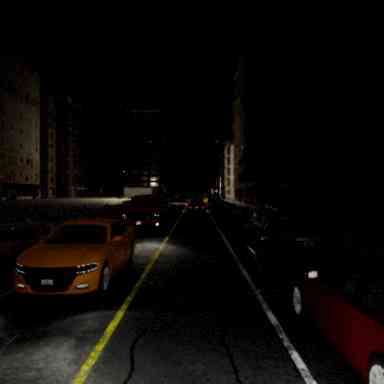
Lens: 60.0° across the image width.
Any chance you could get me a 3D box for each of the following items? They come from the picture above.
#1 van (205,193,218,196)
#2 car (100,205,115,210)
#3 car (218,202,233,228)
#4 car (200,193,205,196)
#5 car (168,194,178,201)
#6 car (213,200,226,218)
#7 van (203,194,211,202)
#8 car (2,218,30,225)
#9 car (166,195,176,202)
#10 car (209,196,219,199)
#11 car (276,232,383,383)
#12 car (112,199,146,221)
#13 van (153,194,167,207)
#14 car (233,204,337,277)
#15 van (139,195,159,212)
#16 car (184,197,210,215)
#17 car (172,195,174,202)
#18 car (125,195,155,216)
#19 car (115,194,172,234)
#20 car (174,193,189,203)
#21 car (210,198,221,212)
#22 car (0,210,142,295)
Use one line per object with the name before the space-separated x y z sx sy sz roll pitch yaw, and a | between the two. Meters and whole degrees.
van | 3.199 1.306 49.894 1.690 1.788 3.998 0 0 1
car | -5.153 1.508 21.589 1.887 1.381 4.507 0 0 1
car | 2.872 1.570 21.497 1.802 1.307 4.206 0 0 1
car | 2.947 1.410 63.887 1.801 1.575 5.366 0 0 1
car | -4.499 1.355 78.385 1.967 1.590 4.097 0 0 1
car | 2.937 1.565 27.176 1.802 1.307 4.206 0 0 1
van | 3.526 1.281 78.293 1.690 1.788 3.998 0 0 1
car | -5.285 1.499 10.060 1.752 1.417 4.829 0 0 1
car | -4.565 1.472 72.706 2.008 1.369 4.403 0 0 1
car | 3.068 1.525 38.535 2.008 1.369 4.403 0 0 1
car | 2.676 1.549 4.458 1.887 1.381 4.507 0 0 1
car | -5.087 1.399 27.269 1.967 1.590 4.097 0 0 1
van | -4.825 1.281 49.987 1.690 1.788 3.998 0 0 1
car | 2.742 1.314 10.137 2.192 1.841 5.009 0 0 1
van | -4.956 1.290 38.628 1.690 1.788 3.998 0 0 1
car | 0.483 1.517 33.791 2.033 1.411 5.357 0 0 0
car | -4.760 1.251 55.667 2.192 1.841 5.009 0 0 1
car | -5.021 1.269 32.948 2.192 1.841 5.009 0 0 1
car | -2.632 1.195 19.525 2.150 2.045 5.566 0 0 1
car | -2.018 1.433 65.909 1.837 1.490 4.892 0 0 1
car | 3.002 1.561 32.856 1.802 1.307 4.206 0 0 1
car | -2.762 1.461 8.904 1.882 1.535 5.008 0 0 1
